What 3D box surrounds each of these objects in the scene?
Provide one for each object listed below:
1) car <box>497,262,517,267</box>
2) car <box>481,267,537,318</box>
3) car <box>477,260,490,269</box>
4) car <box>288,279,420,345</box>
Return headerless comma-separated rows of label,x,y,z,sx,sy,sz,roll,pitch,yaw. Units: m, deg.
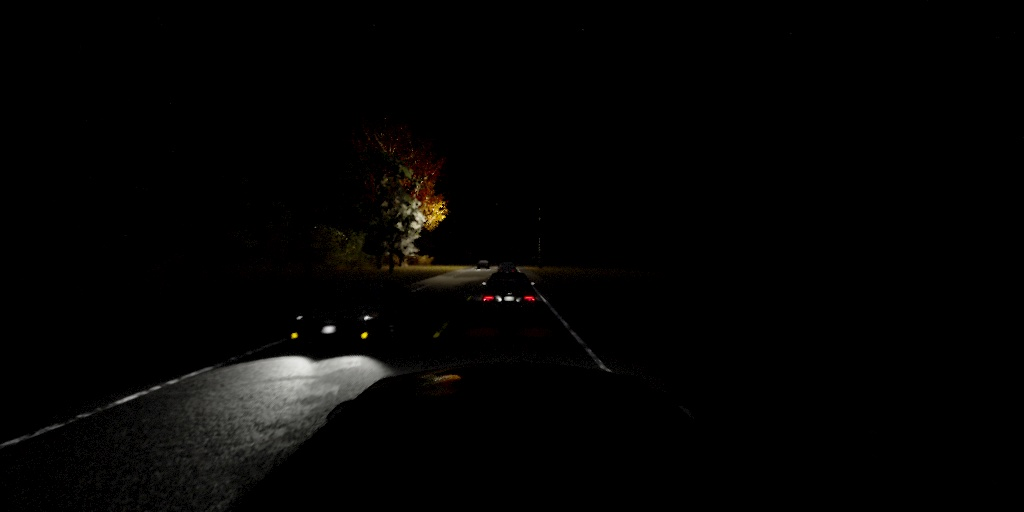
car,-0.477,1.284,34.629,1.812,1.442,4.674,0,0,-1
car,-0.125,1.299,13.021,2.033,1.411,5.357,0,0,-1
car,-4.431,1.311,55.835,2.033,1.411,5.357,0,0,-1
car,-3.757,1.306,9.291,1.994,1.385,4.181,0,0,-1
